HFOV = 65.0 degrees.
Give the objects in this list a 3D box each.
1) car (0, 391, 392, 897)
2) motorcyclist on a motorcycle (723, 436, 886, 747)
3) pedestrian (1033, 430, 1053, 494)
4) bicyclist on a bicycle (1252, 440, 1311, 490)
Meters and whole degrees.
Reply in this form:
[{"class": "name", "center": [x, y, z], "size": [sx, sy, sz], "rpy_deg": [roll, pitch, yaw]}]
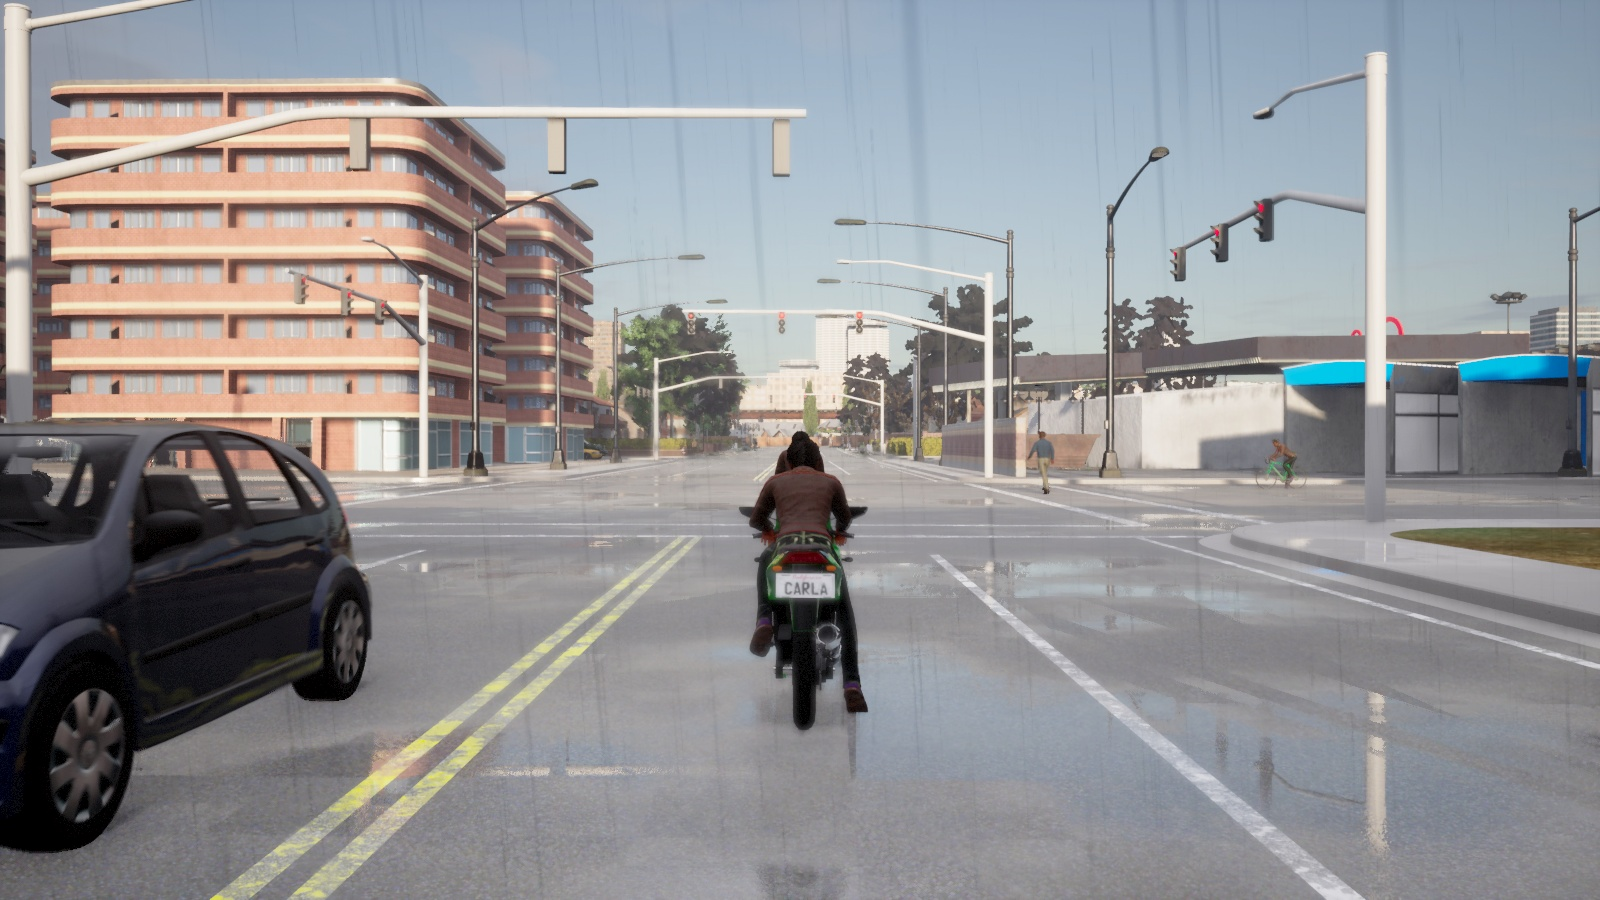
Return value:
[{"class": "car", "center": [-3.481, 0.609, 5.861], "size": [1.851, 1.617, 3.988], "rpy_deg": [0, 0, 0]}, {"class": "motorcyclist on a motorcycle", "center": [0.020, 0.688, 7.183], "size": [0.797, 1.523, 2.044], "rpy_deg": [0, 0, 0]}, {"class": "pedestrian", "center": [6.992, 0.336, 36.130], "size": [0.370, 1.835, 0.726], "rpy_deg": [0, 0, -8]}, {"class": "bicyclist on a bicycle", "center": [15.563, 0.483, 40.608], "size": [1.656, 1.620, 0.582], "rpy_deg": [0, 0, 1]}]
